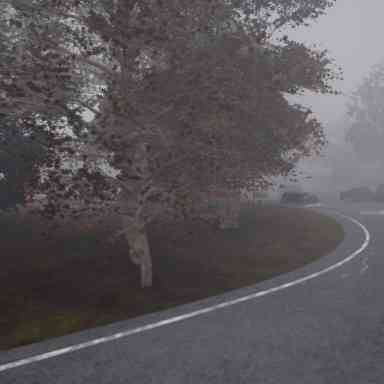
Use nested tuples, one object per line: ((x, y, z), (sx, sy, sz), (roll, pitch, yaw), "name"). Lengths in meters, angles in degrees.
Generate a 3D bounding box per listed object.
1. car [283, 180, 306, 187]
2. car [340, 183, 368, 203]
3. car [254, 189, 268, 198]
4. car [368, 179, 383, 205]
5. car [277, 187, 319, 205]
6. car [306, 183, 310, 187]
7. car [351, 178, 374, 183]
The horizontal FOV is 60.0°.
((15.541, -0.785, 52.853), (2.150, 2.045, 5.566), (-2, 2, 39), "car")
((16.386, 0.235, 30.902), (1.882, 1.535, 5.008), (-5, 3, -37), "car")
((9.599, 0.021, 46.410), (1.882, 1.535, 5.008), (-3, 2, 13), "car")
((17.203, 0.126, 25.768), (5.566, 2.045, 2.150), (-1, 3, 40), "car")
((10.959, 0.488, 34.153), (1.994, 1.385, 4.181), (-4, 2, -21), "car")
((19.280, -1.068, 60.514), (5.008, 1.535, 1.882), (-5, 3, -31), "car")
((31.167, -1.791, 60.464), (4.553, 1.767, 2.097), (-2, 2, 1), "car")
